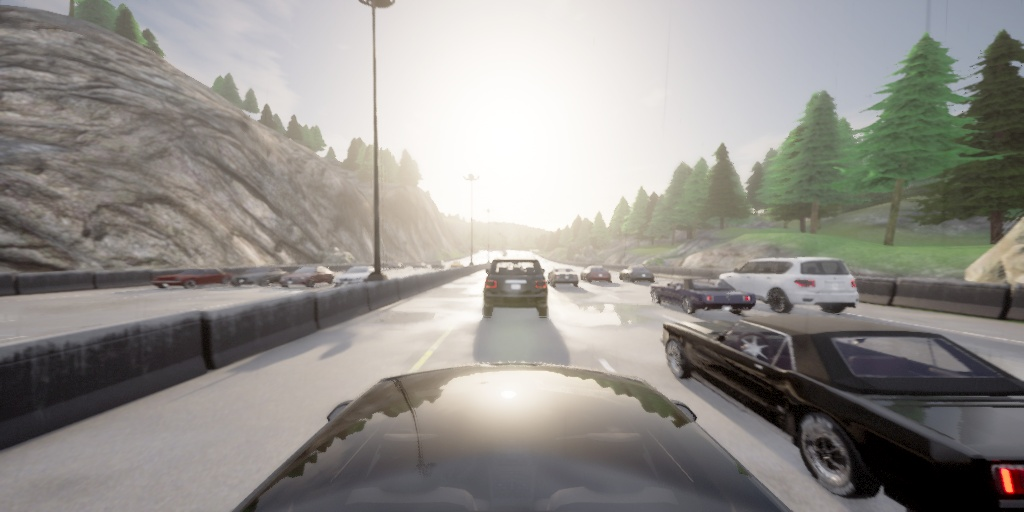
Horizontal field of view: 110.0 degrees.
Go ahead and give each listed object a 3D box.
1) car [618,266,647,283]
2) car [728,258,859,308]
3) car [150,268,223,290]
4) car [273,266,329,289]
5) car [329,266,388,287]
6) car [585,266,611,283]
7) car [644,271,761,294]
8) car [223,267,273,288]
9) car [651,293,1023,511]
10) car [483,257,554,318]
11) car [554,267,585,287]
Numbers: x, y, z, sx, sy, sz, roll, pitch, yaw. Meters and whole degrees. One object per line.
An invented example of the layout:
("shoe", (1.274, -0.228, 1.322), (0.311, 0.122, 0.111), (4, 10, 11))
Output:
("car", (10.679, 1.560, 31.031), (1.994, 1.385, 4.181), (0, 0, 0))
("car", (10.632, 1.091, 14.467), (2.150, 2.045, 5.566), (0, 0, 0))
("car", (-21.037, 1.476, 23.996), (1.895, 1.301, 4.718), (0, 0, 0))
("car", (-14.033, 1.423, 24.997), (1.812, 1.442, 4.674), (0, 0, 0))
("car", (-10.533, 1.431, 25.015), (1.812, 1.442, 4.674), (0, 0, 0))
("car", (7.180, 1.552, 31.063), (1.994, 1.385, 4.181), (0, 0, 0))
("car", (7.129, 1.460, 14.093), (1.895, 1.301, 4.718), (0, 0, 0))
("car", (-17.532, 1.456, 25.253), (1.994, 1.385, 4.181), (0, 0, 0))
("car", (3.579, 1.379, 4.404), (1.895, 1.301, 4.718), (0, 0, 0))
("car", (0.128, 1.062, 13.675), (2.150, 2.045, 5.566), (0, -1, 0))
("car", (3.665, 1.493, 26.410), (2.033, 1.411, 5.357), (0, 0, 0))
